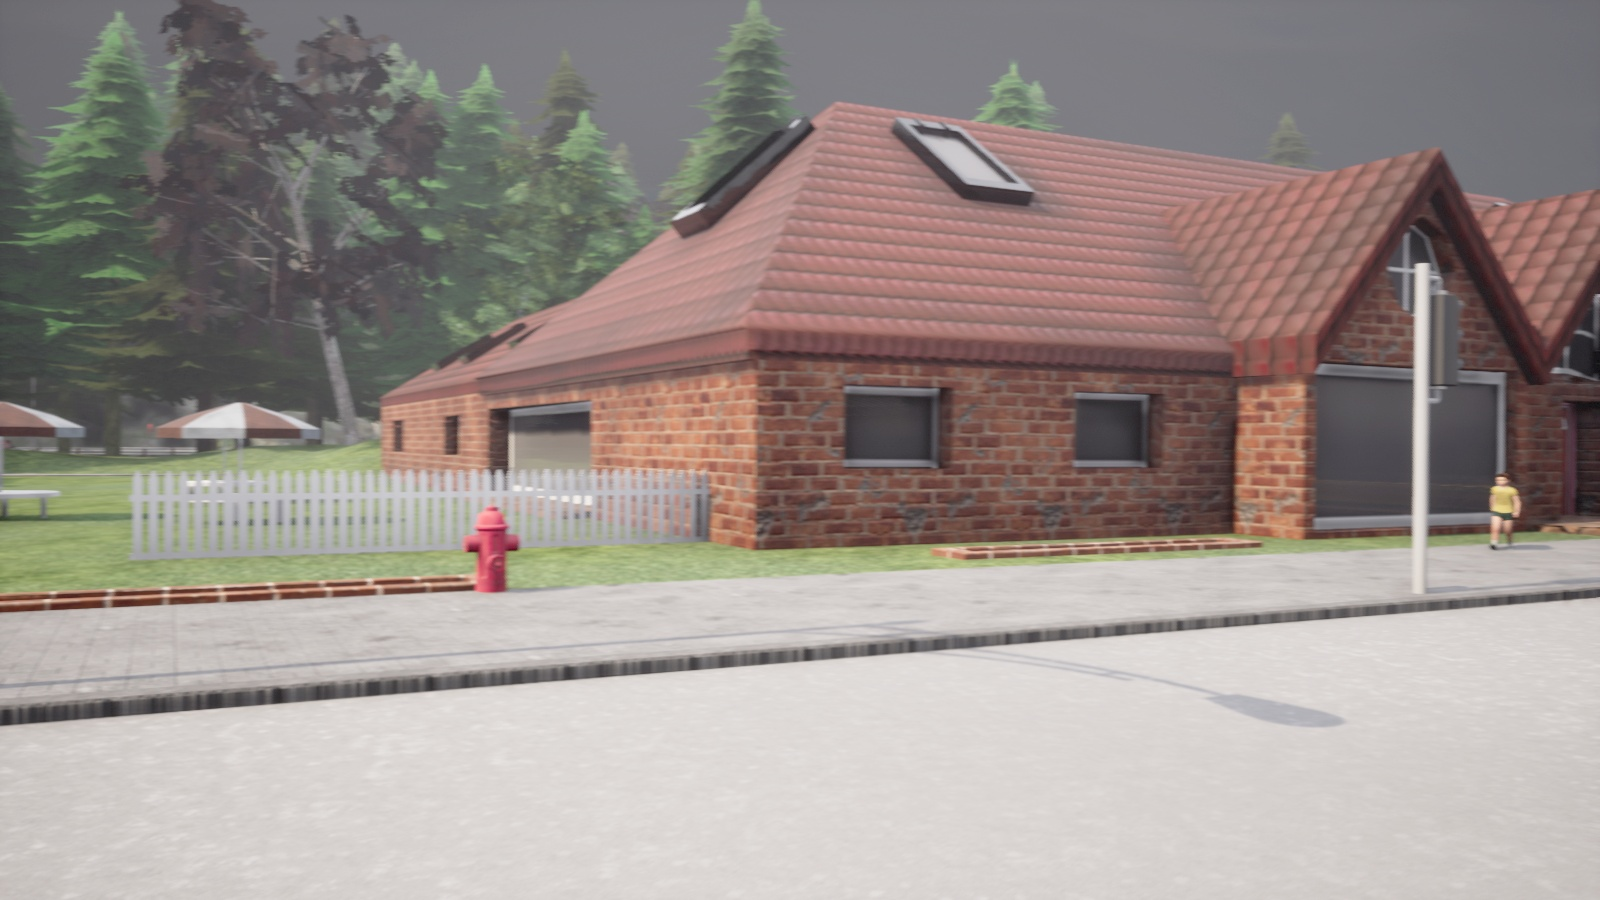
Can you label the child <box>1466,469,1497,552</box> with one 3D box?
[{"bbox_3d":[9.227,0.811,17.007,0.255,1.110,0.394,1,1,44],"label":"child"}]
